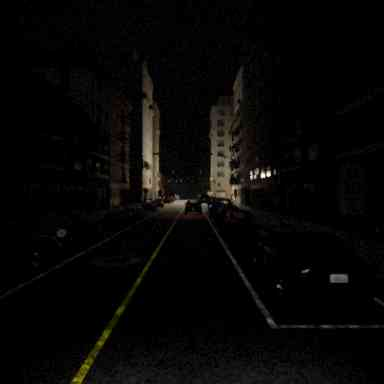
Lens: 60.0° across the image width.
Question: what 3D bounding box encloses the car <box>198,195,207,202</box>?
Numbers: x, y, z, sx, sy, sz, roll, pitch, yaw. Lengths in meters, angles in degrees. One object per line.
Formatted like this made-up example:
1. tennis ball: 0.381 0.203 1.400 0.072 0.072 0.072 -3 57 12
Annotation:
1. car: 2.730 1.680 85.206 2.192 1.841 5.009 0 0 0

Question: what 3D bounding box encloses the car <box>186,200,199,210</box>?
1. car: 0.076 1.793 48.158 1.895 1.301 4.718 0 0 0

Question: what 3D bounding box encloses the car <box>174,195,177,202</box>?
1. car: -5.302 1.882 79.703 1.887 1.381 4.507 0 0 0

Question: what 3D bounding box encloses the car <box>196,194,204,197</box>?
1. car: 2.336 1.487 62.053 2.150 2.045 5.566 0 0 0

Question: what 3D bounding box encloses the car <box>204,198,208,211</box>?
1. car: 2.674 1.686 35.607 2.008 1.369 4.403 0 0 0

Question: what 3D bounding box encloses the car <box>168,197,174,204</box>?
1. car: -5.314 1.869 68.681 1.802 1.307 4.206 0 0 0

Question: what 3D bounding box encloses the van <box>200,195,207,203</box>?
1. van: 2.723 1.682 79.695 1.690 1.788 3.998 0 0 0

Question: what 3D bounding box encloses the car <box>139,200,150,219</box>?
1. car: -5.357 1.659 30.105 2.008 1.369 4.403 0 0 0

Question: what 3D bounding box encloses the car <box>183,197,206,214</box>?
1. car: 0.140 1.629 36.567 2.128 1.511 4.902 0 0 0

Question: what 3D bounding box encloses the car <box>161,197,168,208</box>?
1. car: -5.333 1.759 52.148 2.008 1.369 4.403 0 0 0

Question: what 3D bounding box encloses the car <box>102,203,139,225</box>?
1. car: -5.363 1.668 24.594 1.802 1.307 4.206 0 0 0

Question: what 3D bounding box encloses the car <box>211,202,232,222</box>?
1. car: 2.662 1.655 24.586 1.947 1.339 4.313 0 0 0

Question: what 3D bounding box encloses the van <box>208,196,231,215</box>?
1. van: 2.668 1.453 30.097 1.690 1.788 3.998 0 0 0

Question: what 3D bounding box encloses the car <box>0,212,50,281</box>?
1. car: -5.381 1.466 8.063 1.967 1.590 4.097 0 0 0

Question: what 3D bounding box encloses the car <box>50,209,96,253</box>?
1. car: -5.375 1.485 13.574 1.967 1.590 4.097 0 0 0

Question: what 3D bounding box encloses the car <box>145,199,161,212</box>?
1. car: -5.345 1.597 41.127 1.967 1.590 4.097 0 0 0

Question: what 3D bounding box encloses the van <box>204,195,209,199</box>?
1. van: 2.680 1.501 41.119 1.690 1.788 3.998 0 0 0

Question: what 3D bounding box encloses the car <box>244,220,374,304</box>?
1. car: 2.644 1.595 8.053 1.947 1.339 4.313 0 0 0

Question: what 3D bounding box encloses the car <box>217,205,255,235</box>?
1. car: 2.656 1.650 19.076 1.802 1.307 4.206 0 0 0
